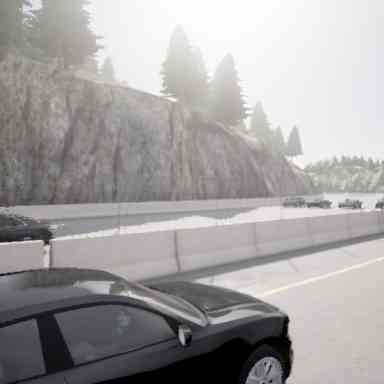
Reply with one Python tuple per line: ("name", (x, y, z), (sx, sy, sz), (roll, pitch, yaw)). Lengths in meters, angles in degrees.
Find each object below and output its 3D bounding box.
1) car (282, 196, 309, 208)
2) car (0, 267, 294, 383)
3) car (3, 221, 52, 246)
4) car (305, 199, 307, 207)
("car", (14.330, 1.365, 45.939), (1.837, 1.490, 4.892), (0, 1, 41))
("car", (-1.148, 1.479, 3.033), (5.008, 1.535, 1.882), (0, 0, -36))
("car", (-7.508, 1.524, 11.623), (4.892, 1.490, 1.837), (0, 0, -36))
("car", (16.517, 1.456, 43.091), (1.895, 1.301, 4.718), (0, 0, 41))
